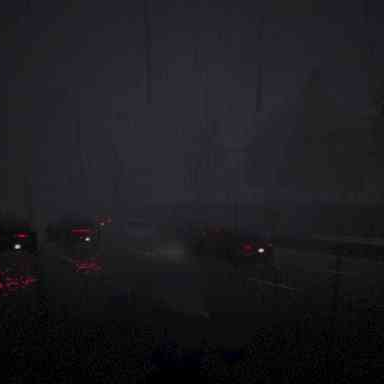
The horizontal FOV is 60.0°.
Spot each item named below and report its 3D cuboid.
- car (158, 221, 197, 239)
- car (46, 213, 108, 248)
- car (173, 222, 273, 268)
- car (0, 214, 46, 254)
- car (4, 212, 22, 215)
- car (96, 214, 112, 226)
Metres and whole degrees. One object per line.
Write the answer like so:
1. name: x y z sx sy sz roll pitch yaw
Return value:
1. car: -0.257 2.547 21.726 1.895 1.301 4.718 3 -3 -39
2. car: -6.785 2.175 18.677 1.837 1.490 4.892 3 -3 -39
3. car: 1.353 2.221 14.174 1.994 1.385 4.181 3 -3 -39
4. car: -8.544 1.990 15.296 1.837 1.490 4.892 3 -3 -39
5. car: -16.751 2.542 30.945 1.994 1.385 4.181 3 -3 -39
6. car: -9.980 2.848 33.698 1.895 1.301 4.718 3 -3 -39
